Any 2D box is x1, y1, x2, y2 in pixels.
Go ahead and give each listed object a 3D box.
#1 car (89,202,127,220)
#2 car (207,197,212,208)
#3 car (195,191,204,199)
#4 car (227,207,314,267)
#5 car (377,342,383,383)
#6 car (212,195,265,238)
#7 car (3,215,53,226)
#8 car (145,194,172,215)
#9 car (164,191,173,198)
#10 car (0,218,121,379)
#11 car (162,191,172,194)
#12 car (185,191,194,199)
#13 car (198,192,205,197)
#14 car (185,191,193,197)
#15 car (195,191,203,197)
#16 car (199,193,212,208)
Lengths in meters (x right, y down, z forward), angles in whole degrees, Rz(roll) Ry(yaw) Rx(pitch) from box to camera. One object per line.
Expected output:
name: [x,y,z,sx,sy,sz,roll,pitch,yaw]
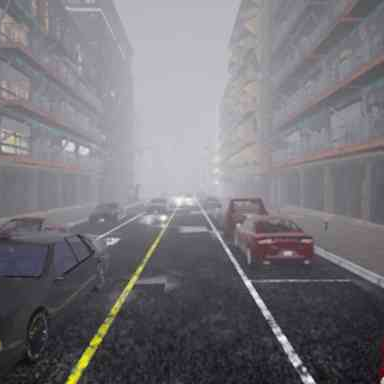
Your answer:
car: [-5.511,1.331,22.364,1.947,1.339,4.313,-1,1,0]
car: [2.339,1.291,22.079,2.008,1.369,4.403,-1,1,0]
car: [2.043,0.920,56.063,2.008,1.369,4.403,-1,1,0]
car: [2.438,1.412,10.752,1.887,1.381,4.507,-1,1,0]
car: [2.521,1.521,1.202,1.887,1.381,4.507,-1,1,0]
car: [2.384,1.119,16.413,2.192,1.841,5.009,-1,1,0]
car: [-5.412,1.473,11.063,1.802,1.307,4.206,-1,1,0]
car: [-3.014,1.216,30.239,2.033,1.411,5.357,0,1,0]
car: [-6.055,0.533,84.520,1.967,1.590,4.097,-1,1,0]
car: [-2.894,1.488,5.945,2.033,1.411,5.357,0,1,0]
car: [-5.956,0.652,73.219,1.967,1.590,4.097,-1,1,0]
car: [-0.597,0.710,69.586,1.895,1.301,4.718,0,1,0]
car: [2.141,1.036,44.735,1.887,1.381,4.507,-1,1,0]
car: [-0.688,0.506,79.801,1.812,1.442,4.674,0,1,0]
car: [1.831,0.507,84.380,1.967,1.590,4.097,-1,1,0]
car: [2.191,1.119,39.071,1.947,1.339,4.313,-1,1,0]
